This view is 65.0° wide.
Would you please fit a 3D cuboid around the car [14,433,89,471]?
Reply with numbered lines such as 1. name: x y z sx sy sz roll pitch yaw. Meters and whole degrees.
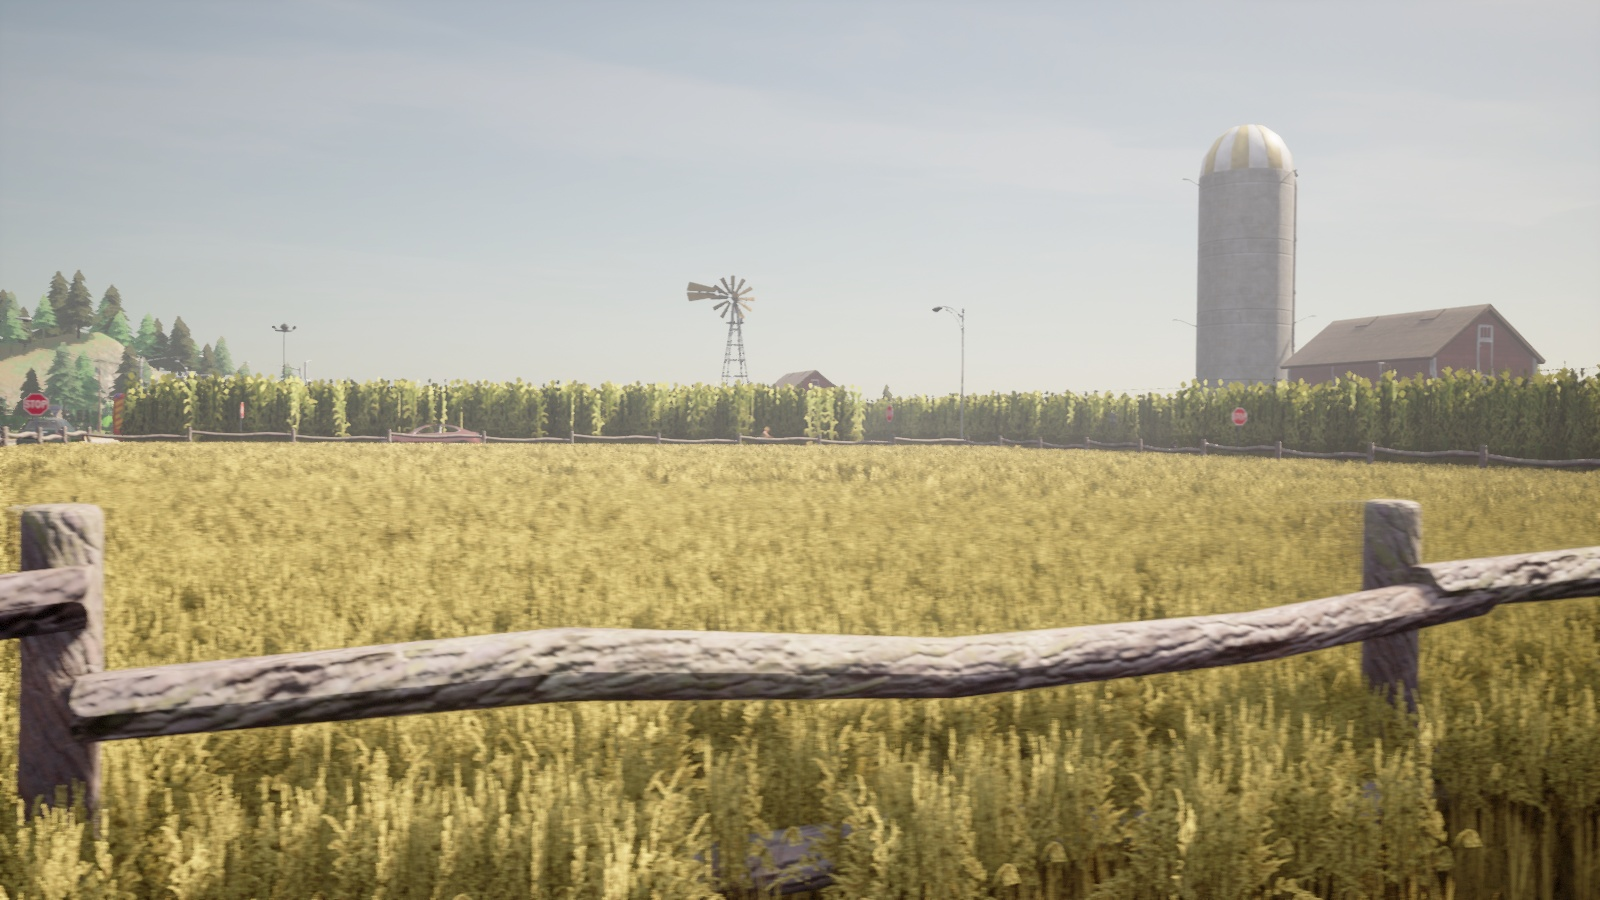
1. car: -36.168 0.054 60.788 2.097 1.767 4.553 -1 1 -18

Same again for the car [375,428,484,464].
1. car: -18.143 -0.227 61.581 5.027 1.651 2.152 -1 1 -17

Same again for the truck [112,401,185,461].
1. truck: -43.673 -1.274 84.460 2.891 3.827 8.468 -1 1 -18
